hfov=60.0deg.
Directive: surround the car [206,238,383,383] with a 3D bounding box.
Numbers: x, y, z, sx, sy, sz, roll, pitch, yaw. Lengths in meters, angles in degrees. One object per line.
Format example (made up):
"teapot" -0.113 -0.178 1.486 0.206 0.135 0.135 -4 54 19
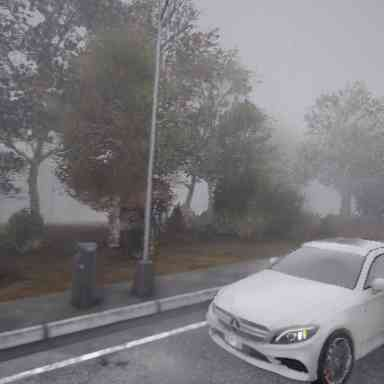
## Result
"car" 2.394 1.539 5.385 4.674 1.442 1.812 0 0 -35
